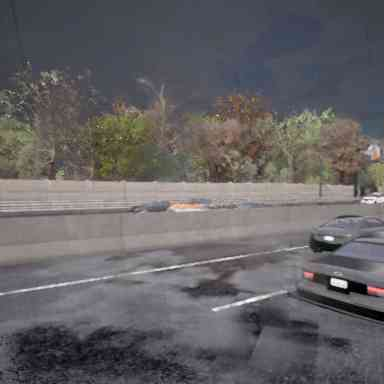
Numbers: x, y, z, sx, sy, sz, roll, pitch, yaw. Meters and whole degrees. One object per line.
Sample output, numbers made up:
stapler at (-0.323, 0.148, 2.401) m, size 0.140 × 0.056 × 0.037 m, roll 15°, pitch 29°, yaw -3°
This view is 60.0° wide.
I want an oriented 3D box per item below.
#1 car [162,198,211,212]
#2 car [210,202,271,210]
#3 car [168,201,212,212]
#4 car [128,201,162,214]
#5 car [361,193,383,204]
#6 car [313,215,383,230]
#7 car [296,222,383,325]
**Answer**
car at (0.006, 1.349, 29.792) m, size 4.553 × 1.767 × 2.097 m, roll 0°, pitch 0°, yaw -35°
car at (4.191, 1.545, 24.182) m, size 5.357 × 1.411 × 2.033 m, roll 0°, pitch 0°, yaw -35°
car at (0.818, 1.598, 26.074) m, size 4.718 × 1.301 × 1.895 m, roll 0°, pitch 0°, yaw -36°
car at (-3.339, 1.544, 31.708) m, size 5.357 × 1.411 × 2.033 m, roll 0°, pitch 0°, yaw -36°
car at (30.732, 1.237, 55.916) m, size 5.566 × 2.045 × 2.150 m, roll 0°, pitch 0°, yaw -35°
car at (6.320, 1.561, 12.552) m, size 4.181 × 1.385 × 1.994 m, roll 0°, pitch 0°, yaw -36°
car at (4.456, 1.545, 6.927) m, size 5.357 × 1.411 × 2.033 m, roll 0°, pitch 0°, yaw -36°
